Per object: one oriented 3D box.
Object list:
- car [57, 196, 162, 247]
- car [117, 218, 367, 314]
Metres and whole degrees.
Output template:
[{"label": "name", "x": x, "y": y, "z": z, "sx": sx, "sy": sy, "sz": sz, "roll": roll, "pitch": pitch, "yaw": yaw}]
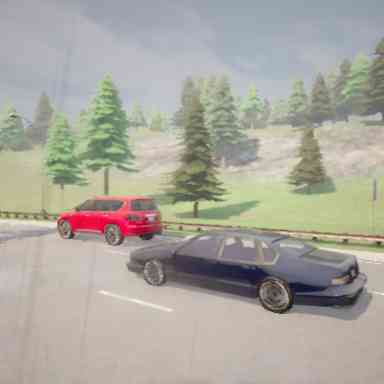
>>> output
[{"label": "car", "x": -3.880, "y": 1.217, "z": 15.364, "sx": 5.566, "sy": 2.045, "sz": 2.150, "roll": 0, "pitch": 0, "yaw": 35}, {"label": "car", "x": 0.943, "y": 1.545, "z": 7.620, "sx": 5.357, "sy": 1.411, "sz": 2.033, "roll": 0, "pitch": 0, "yaw": 36}]
